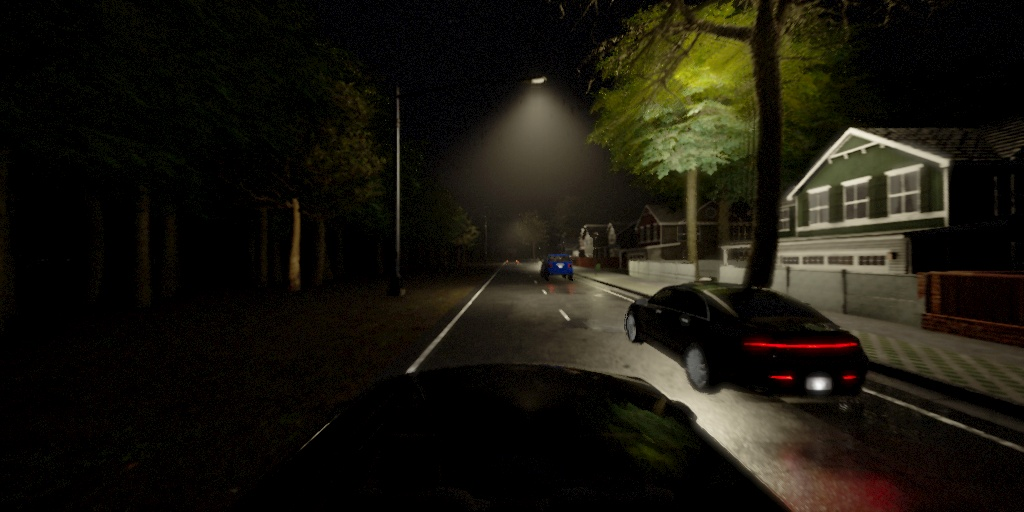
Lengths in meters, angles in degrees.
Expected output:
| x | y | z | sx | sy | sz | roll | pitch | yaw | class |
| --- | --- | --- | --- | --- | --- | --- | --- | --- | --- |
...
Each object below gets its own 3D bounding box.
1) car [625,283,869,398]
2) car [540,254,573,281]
| x | y | z | sx | sy | sz | roll | pitch | yaw | class |
| --- | --- | --- | --- | --- | --- | --- | --- | --- | --- |
| 3.597 | 1.239 | 6.619 | 1.837 | 1.490 | 4.892 | 0 | 0 | 0 | car |
| 3.600 | 0.878 | 29.354 | 2.150 | 2.045 | 5.566 | 0 | 0 | 0 | car |
